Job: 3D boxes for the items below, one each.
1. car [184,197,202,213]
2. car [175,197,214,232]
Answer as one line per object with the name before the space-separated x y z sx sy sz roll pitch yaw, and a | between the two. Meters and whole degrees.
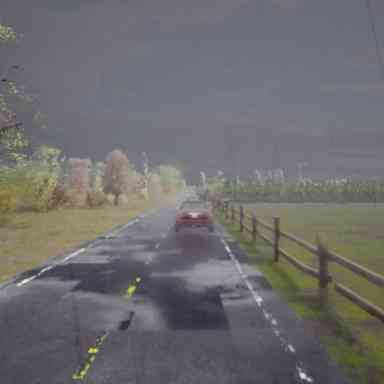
car | 0.105 1.311 34.938 1.837 1.490 4.892 0 0 0
car | 0.106 1.254 19.604 2.097 1.767 4.553 0 1 -1
